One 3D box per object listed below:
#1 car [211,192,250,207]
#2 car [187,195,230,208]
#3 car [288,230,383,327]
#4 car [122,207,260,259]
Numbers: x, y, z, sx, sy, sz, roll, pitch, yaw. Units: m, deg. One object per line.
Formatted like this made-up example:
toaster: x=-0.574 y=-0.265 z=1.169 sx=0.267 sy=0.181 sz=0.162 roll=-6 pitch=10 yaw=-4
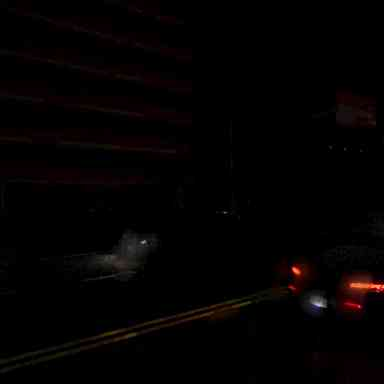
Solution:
car: x=4.295 y=1.059 z=39.309 sx=2.150 sy=2.045 sz=5.566 roll=0 pitch=0 yaw=-36
car: x=1.397 y=1.405 z=37.346 sx=2.033 sy=1.411 sz=5.357 roll=0 pitch=0 yaw=-36
car: x=3.804 y=1.485 z=6.431 sx=4.674 sy=1.442 sz=1.812 roll=0 pitch=0 yaw=-36
car: x=0.160 y=1.502 z=12.591 sx=5.357 sy=1.411 sz=2.033 roll=0 pitch=0 yaw=-35
